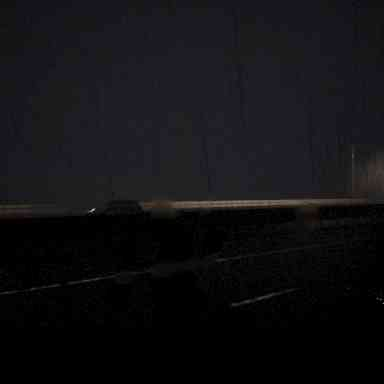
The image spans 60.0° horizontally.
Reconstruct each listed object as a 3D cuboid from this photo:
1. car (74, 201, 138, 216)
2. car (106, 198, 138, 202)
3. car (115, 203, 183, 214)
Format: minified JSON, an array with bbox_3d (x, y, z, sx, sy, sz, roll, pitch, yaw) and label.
[{"bbox_3d":[-5.069,1.544,21.831,5.357,1.411,2.033,0,0,-35],"label":"car"},{"bbox_3d":[-5.945,1.349,25.487,4.553,1.767,2.097,0,0,-35],"label":"car"},{"bbox_3d":[-2.030,1.564,19.682,4.181,1.385,1.994,0,0,-35],"label":"car"}]
